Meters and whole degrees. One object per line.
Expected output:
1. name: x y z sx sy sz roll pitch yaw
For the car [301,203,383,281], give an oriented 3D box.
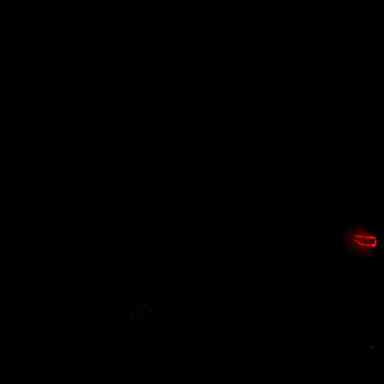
1. car: 5.083 1.346 10.308 2.150 2.045 5.566 0 0 4
